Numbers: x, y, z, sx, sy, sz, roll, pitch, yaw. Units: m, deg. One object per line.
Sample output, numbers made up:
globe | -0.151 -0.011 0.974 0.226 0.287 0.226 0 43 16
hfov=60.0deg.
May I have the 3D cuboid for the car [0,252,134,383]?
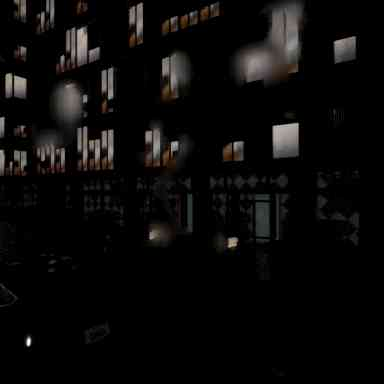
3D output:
car | -2.717 1.566 4.824 4.313 1.339 1.947 0 0 36
